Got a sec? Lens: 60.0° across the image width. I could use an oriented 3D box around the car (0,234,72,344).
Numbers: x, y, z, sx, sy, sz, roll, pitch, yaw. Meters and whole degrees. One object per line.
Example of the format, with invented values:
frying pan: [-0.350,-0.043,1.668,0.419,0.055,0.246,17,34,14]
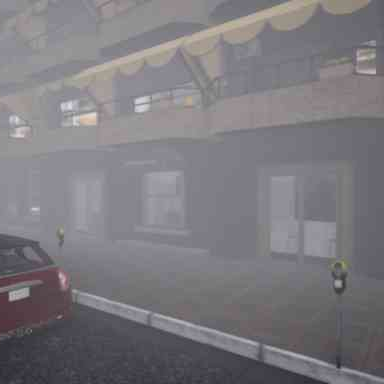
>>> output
car: [-3.936,1.414,5.683,4.097,1.590,1.967,0,0,36]
